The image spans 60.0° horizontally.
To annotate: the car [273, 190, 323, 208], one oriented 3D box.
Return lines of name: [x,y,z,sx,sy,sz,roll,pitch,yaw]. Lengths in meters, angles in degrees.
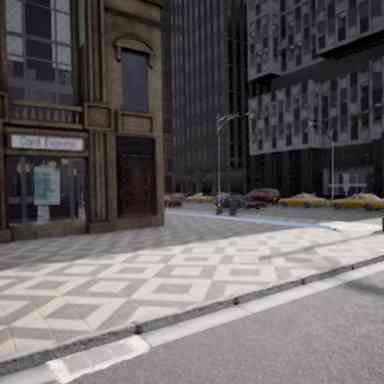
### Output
car: [10.579,0.759,32.096,1.752,1.417,4.829,-2,1,-35]

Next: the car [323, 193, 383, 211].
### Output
car: [13.756,0.750,27.482,1.752,1.417,4.829,-2,1,-35]

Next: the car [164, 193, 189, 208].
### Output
car: [-2.687,1.022,36.336,1.887,1.381,4.507,-2,1,-35]

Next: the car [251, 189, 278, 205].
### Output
car: [7.493,0.557,36.566,2.192,1.841,5.009,-2,1,-35]

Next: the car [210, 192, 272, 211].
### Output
car: [4.384,0.941,30.762,2.033,1.411,5.357,-2,1,-35]

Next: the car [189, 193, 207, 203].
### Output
car: [1.048,0.785,45.938,1.752,1.417,4.829,-2,1,-35]

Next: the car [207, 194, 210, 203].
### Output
car: [4.322,0.795,41.184,1.887,1.381,4.507,-2,1,-35]

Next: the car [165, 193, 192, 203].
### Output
car: [-2.032,0.819,50.412,2.008,1.369,4.403,-2,1,-35]
